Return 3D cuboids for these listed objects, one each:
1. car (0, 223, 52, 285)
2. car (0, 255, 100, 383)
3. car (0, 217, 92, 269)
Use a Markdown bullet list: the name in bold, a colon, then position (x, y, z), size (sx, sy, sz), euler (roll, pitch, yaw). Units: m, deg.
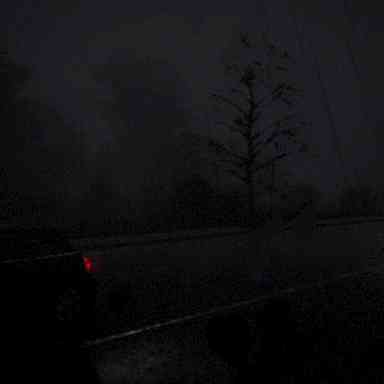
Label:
- **car**: position (-6.161, 1.601, 8.194), size (4.718, 1.301, 1.895), euler (0, 0, -35)
- **car**: position (-2.913, 1.503, 1.668), size (4.892, 1.490, 1.837), euler (0, 0, -36)
- **car**: position (-3.999, 1.352, 5.434), size (4.553, 1.767, 2.097), euler (0, 0, -35)
